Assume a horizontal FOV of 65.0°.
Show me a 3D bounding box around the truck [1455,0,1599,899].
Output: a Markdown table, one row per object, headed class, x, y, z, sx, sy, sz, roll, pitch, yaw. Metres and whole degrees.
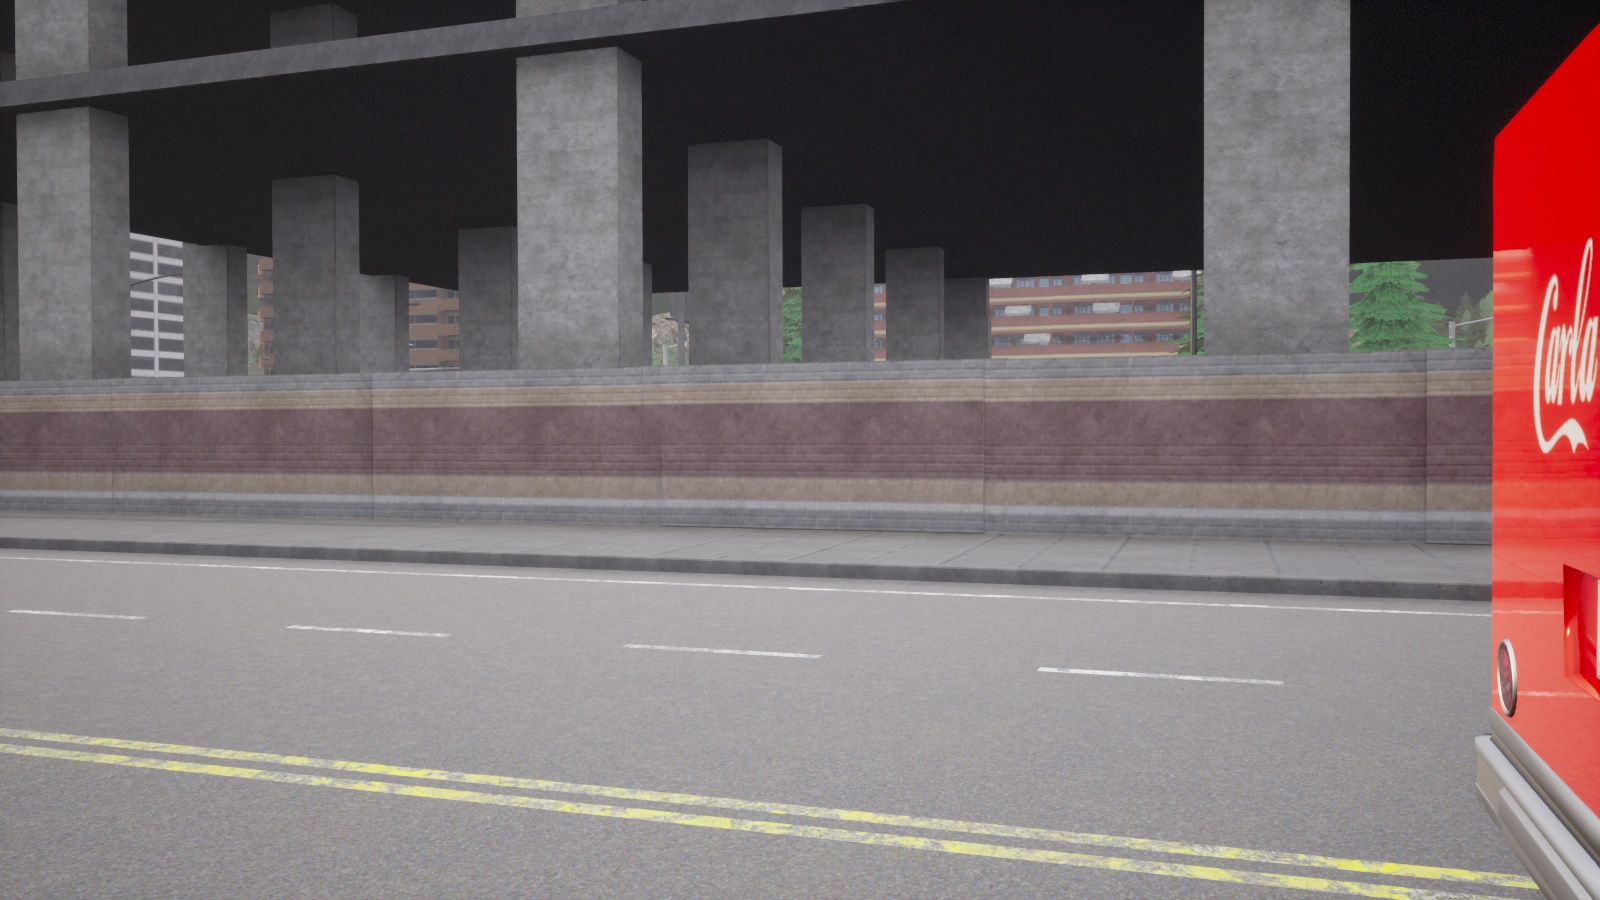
| class | x | y | z | sx | sy | sz | roll | pitch | yaw |
| --- | --- | --- | --- | --- | --- | --- | --- | --- | --- |
| truck | 4.085 | 0.326 | 1.809 | 5.204 | 2.467 | 2.627 | 1 | 1 | 19 |
